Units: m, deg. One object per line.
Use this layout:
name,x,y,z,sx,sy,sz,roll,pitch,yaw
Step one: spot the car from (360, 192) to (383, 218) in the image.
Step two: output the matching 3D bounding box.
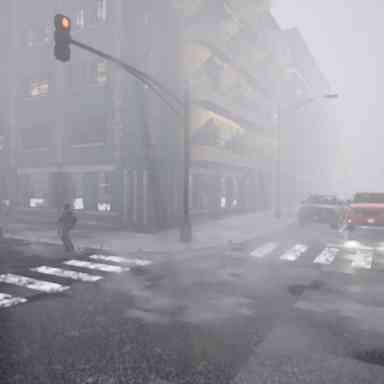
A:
car,14.564,0.928,26.095,2.097,1.767,4.553,1,1,31

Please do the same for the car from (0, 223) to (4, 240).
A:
car,-10.066,1.563,14.760,4.206,1.307,1.802,0,1,31

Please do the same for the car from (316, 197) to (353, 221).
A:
car,10.471,1.154,24.262,1.887,1.381,4.507,2,2,30

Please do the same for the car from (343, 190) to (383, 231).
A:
car,9.698,0.944,17.855,2.150,2.045,5.566,1,1,30

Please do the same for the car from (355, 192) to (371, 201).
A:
car,27.312,0.663,53.131,1.947,1.339,4.313,2,2,30

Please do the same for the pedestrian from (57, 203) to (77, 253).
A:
pedestrian,-4.557,1.278,12.129,0.375,1.860,0.375,1,1,31

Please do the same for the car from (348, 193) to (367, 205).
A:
car,21.699,0.834,43.508,1.947,1.339,4.313,2,2,30

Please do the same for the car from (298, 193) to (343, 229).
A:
car,7.667,1.010,19.445,2.192,1.841,5.009,2,2,30

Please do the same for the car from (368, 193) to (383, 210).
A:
car,19.698,0.914,34.760,2.128,1.511,4.902,1,1,30
